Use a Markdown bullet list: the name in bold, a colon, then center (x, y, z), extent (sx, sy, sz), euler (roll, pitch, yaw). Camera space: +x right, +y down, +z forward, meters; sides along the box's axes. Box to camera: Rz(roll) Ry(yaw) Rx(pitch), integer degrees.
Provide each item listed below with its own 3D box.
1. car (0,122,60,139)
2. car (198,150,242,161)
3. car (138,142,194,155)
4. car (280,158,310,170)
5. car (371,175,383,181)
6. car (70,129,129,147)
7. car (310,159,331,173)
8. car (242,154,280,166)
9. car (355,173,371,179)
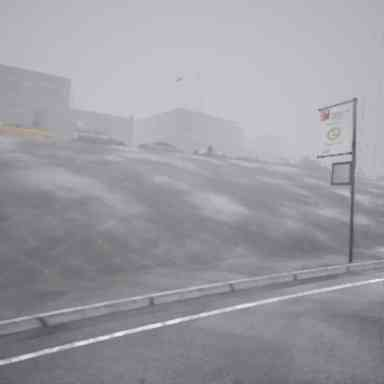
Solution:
- **car**: center (-11.945, -4.010, 23.332), extent (5.008, 1.535, 2.097), euler (2, -1, -30)
- **car**: center (2.148, -3.342, 32.396), extent (4.674, 1.452, 2.002), euler (3, -1, -34)
- **car**: center (-2.429, -3.558, 29.318), extent (4.792, 1.488, 2.163), euler (3, -1, -33)
- **car**: center (11.113, -3.074, 38.864), extent (4.553, 1.767, 2.185), euler (3, -1, -36)
- **car**: center (28.234, -1.793, 52.927), extent (4.674, 1.452, 2.002), euler (4, -2, -41)
- **car**: center (-7.233, -3.927, 26.217), extent (4.553, 1.767, 2.185), euler (3, -1, -31)
- **car**: center (15.565, -2.950, 42.278), extent (5.566, 2.045, 2.435), euler (3, -1, -37)
- **car**: center (6.578, -3.177, 35.516), extent (4.892, 1.521, 2.231), euler (3, -1, -35)
- **car**: center (24.066, -2.103, 49.287), extent (4.674, 1.452, 2.002), euler (4, -2, -40)
